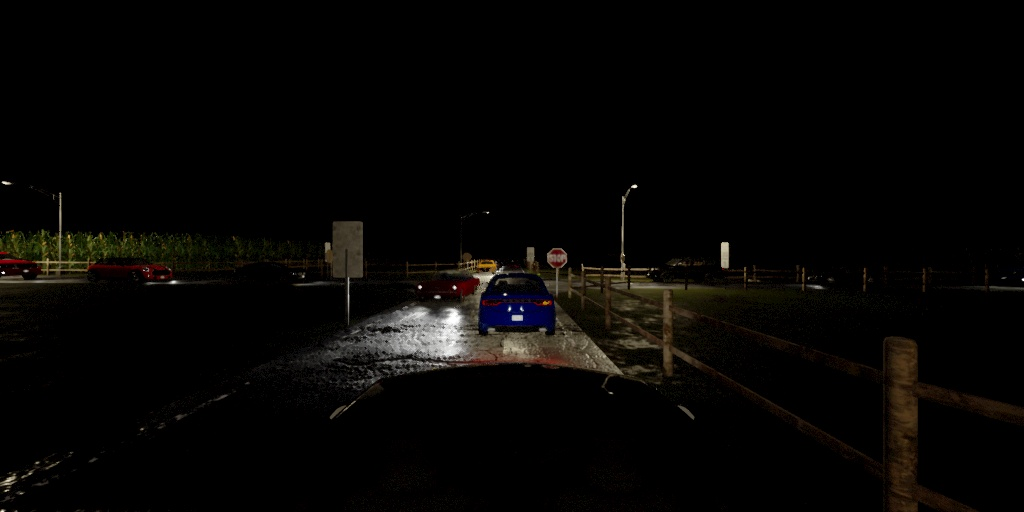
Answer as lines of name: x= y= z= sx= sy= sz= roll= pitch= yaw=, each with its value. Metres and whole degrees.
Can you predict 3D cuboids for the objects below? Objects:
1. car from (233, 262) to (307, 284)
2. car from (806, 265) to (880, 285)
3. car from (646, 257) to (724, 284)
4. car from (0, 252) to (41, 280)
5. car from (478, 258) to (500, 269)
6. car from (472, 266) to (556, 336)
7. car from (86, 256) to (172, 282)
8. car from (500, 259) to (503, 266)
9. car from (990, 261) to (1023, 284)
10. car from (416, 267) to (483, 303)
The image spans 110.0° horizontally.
car: x=-17.026 y=1.155 z=25.272 sx=4.674 sy=1.442 sz=1.812 roll=0 pitch=0 yaw=1
car: x=25.370 y=1.470 z=27.728 sx=4.892 sy=1.490 sz=1.837 roll=0 pitch=0 yaw=2
car: x=13.401 y=1.085 z=27.888 sx=5.566 sy=2.045 sz=2.150 roll=0 pitch=0 yaw=1
car: x=-37.296 y=0.692 z=25.515 sx=5.566 sy=2.045 sz=2.150 roll=0 pitch=0 yaw=1
car: x=-2.805 y=1.223 z=40.946 sx=1.882 sy=1.535 sz=5.008 roll=0 pitch=0 yaw=1
car: x=0.120 y=1.227 z=10.456 sx=1.882 sy=1.535 sz=5.008 roll=0 pitch=0 yaw=0
car: x=-26.958 y=0.903 z=25.390 sx=4.553 sy=1.767 sz=2.097 roll=0 pitch=0 yaw=1
car: x=-2.736 y=1.309 z=50.962 sx=1.994 sy=1.385 sz=4.181 roll=0 pitch=0 yaw=0
car: x=40.545 y=1.331 z=27.528 sx=5.566 sy=2.045 sz=2.150 roll=0 pitch=0 yaw=1
car: x=-2.844 y=1.349 z=16.691 sx=1.895 sy=1.301 sz=4.718 roll=0 pitch=0 yaw=5
